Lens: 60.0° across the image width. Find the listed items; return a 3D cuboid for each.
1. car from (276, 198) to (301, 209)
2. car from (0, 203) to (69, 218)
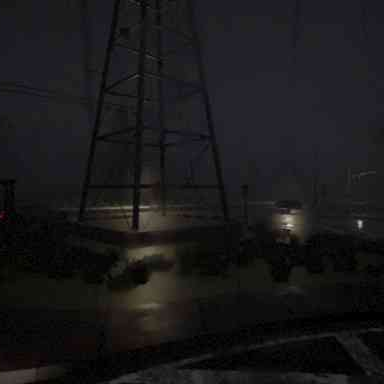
[{"bbox_3d":[13.321,1.561,45.485,4.181,1.385,1.994,0,0,-41],"label":"car"},{"bbox_3d":[-11.349,1.520,24.154,4.674,1.442,1.812,0,0,-41],"label":"car"}]
